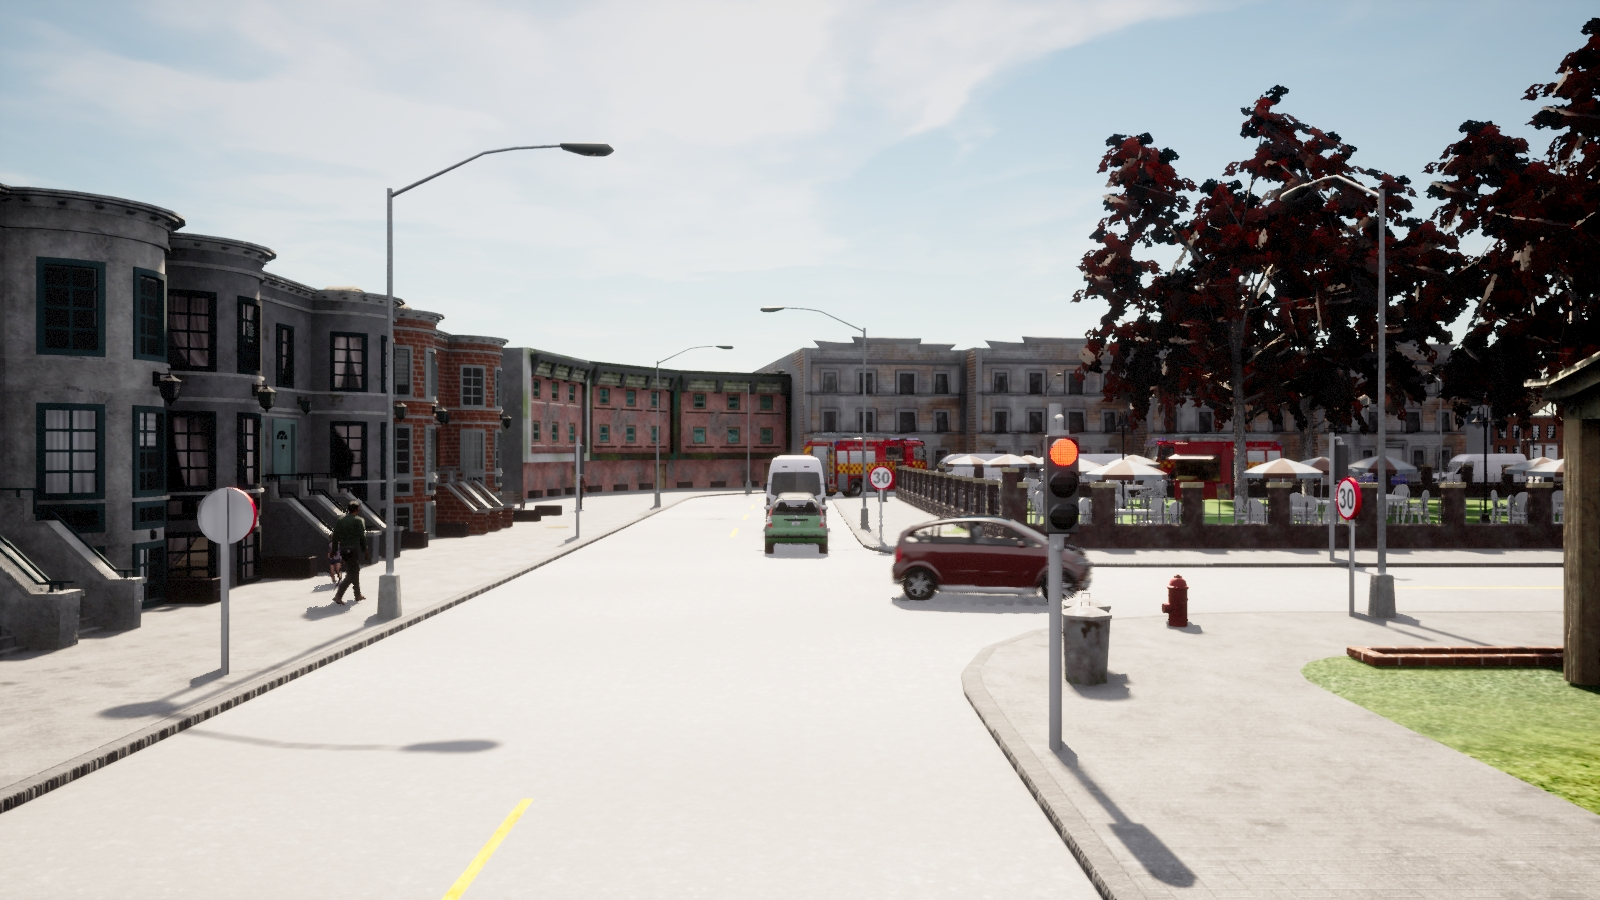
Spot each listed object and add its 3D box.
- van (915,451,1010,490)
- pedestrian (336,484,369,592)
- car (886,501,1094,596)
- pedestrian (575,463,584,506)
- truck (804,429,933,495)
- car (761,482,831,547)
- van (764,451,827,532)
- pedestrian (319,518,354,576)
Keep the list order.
[{"bbox_3d":[10.550,1.314,74.428,5.915,2.561,1.988,0,0,0],"label":"van"},{"bbox_3d":[-7.802,1.524,19.933,0.375,1.860,0.375,0,0,20],"label":"pedestrian"},{"bbox_3d":[3.591,1.805,21.507,3.705,1.549,1.789,0,1,13],"label":"car"},{"bbox_3d":[-9.785,1.525,50.676,0.375,1.860,0.375,0,0,-3],"label":"pedestrian"},{"bbox_3d":[4.295,0.672,70.228,8.468,3.827,2.891,0,0,-43],"label":"truck"},{"bbox_3d":[-0.119,1.779,32.373,1.851,1.617,3.988,0,0,0],"label":"car"},{"bbox_3d":[-0.147,1.315,39.074,1.988,2.561,5.915,0,0,0],"label":"van"},{"bbox_3d":[-9.161,1.904,22.590,0.500,1.100,0.500,0,0,-1],"label":"pedestrian"}]
